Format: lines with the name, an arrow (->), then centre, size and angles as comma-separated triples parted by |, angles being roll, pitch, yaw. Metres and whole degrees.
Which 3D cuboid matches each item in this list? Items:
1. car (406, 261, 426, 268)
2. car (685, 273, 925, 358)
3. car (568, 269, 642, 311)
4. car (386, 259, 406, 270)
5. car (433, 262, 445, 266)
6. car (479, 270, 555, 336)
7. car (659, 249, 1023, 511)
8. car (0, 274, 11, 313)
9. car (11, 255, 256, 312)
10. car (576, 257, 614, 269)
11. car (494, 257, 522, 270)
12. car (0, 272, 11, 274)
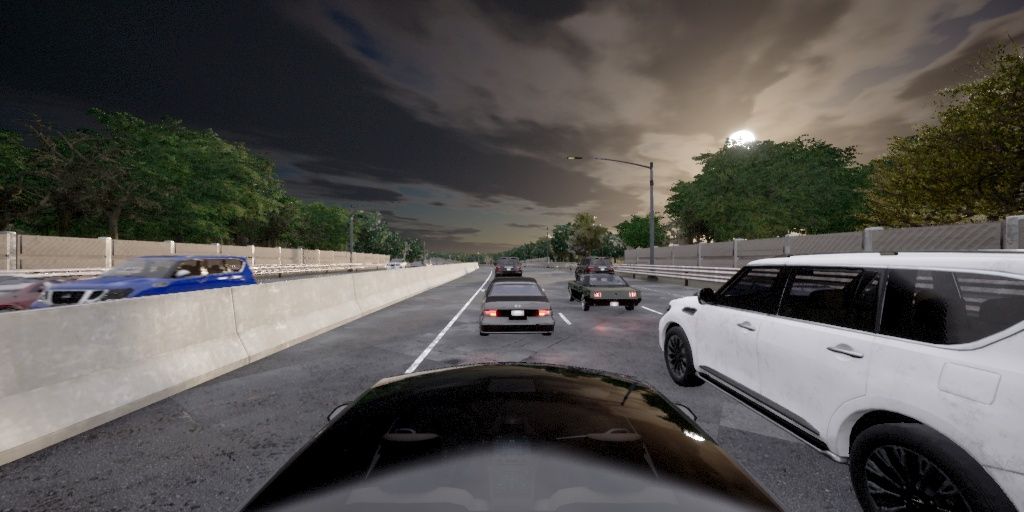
car -> -15.592, 1.607, 59.335 | 2.097, 1.767, 4.553 | 0, -1, -3
car -> 7.051, 1.299, 9.722 | 2.033, 1.411, 5.357 | 0, 0, -2
car -> 3.484, 1.365, 14.502 | 1.895, 1.301, 4.718 | 0, 0, -1
car -> -19.103, 1.470, 59.619 | 2.150, 2.045, 5.566 | 0, -1, -3
car -> -12.098, 1.751, 59.587 | 2.128, 1.511, 4.902 | 0, -1, -3
car -> 0.053, 1.300, 10.355 | 2.033, 1.411, 5.357 | 0, 0, -2
car -> 3.577, 0.972, 3.773 | 2.150, 2.045, 5.566 | 0, 0, 0
car -> -14.174, 1.316, 10.591 | 1.994, 1.385, 4.181 | 0, 0, -1
car -> -10.677, 0.975, 11.224 | 2.150, 2.045, 5.566 | 0, 0, -1
car -> 6.689, 1.115, 29.420 | 2.150, 2.045, 5.566 | 0, -1, -1
car -> -0.313, 1.117, 29.448 | 2.150, 2.045, 5.566 | 0, -1, -1
car -> -17.687, 1.281, 11.886 | 1.812, 1.442, 4.674 | 0, 0, -1
